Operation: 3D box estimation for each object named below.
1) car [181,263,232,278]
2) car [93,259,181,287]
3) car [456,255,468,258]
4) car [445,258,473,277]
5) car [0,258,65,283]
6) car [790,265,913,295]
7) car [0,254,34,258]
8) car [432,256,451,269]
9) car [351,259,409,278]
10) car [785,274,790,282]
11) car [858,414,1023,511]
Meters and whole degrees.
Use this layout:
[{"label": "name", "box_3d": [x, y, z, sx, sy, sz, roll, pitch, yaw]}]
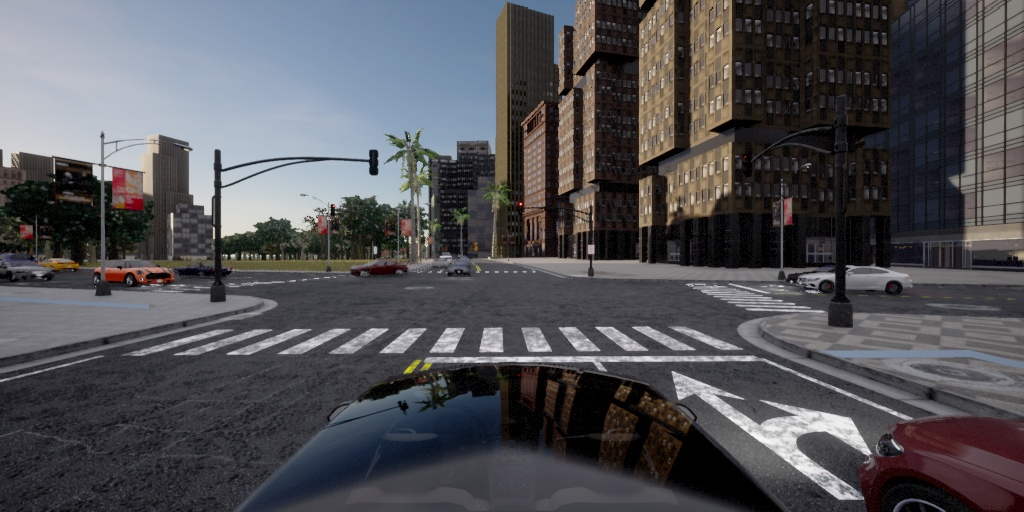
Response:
[{"label": "car", "box_3d": [-26.751, 1.217, 30.857, 4.718, 1.301, 1.895, 0, 0, 15]}, {"label": "car", "box_3d": [-24.574, 1.004, 23.357, 4.553, 1.767, 2.097, 0, 0, 15]}, {"label": "car", "box_3d": [-6.324, 0.936, 48.379, 2.033, 1.411, 5.357, 0, 1, -7]}, {"label": "car", "box_3d": [-4.741, 1.156, 32.863, 1.994, 1.385, 4.181, 0, 1, -5]}, {"label": "car", "box_3d": [-36.352, 1.116, 26.453, 4.902, 1.511, 2.128, 0, 0, 15]}, {"label": "car", "box_3d": [18.159, 1.219, 19.169, 4.674, 1.442, 1.812, 0, 0, 15]}, {"label": "car", "box_3d": [-52.801, 0.779, 37.594, 5.566, 2.045, 2.150, 0, 0, 15]}, {"label": "car", "box_3d": [-9.534, 0.993, 47.793, 1.895, 1.301, 4.718, 0, 1, -7]}, {"label": "car", "box_3d": [-11.981, 1.083, 32.633, 5.008, 1.535, 1.882, -1, 3, -39]}, {"label": "car", "box_3d": [20.211, 1.228, 22.025, 5.357, 1.411, 2.033, 0, 0, 12]}, {"label": "car", "box_3d": [3.266, 1.276, 0.436, 1.812, 1.442, 4.674, 0, 0, 0]}]
